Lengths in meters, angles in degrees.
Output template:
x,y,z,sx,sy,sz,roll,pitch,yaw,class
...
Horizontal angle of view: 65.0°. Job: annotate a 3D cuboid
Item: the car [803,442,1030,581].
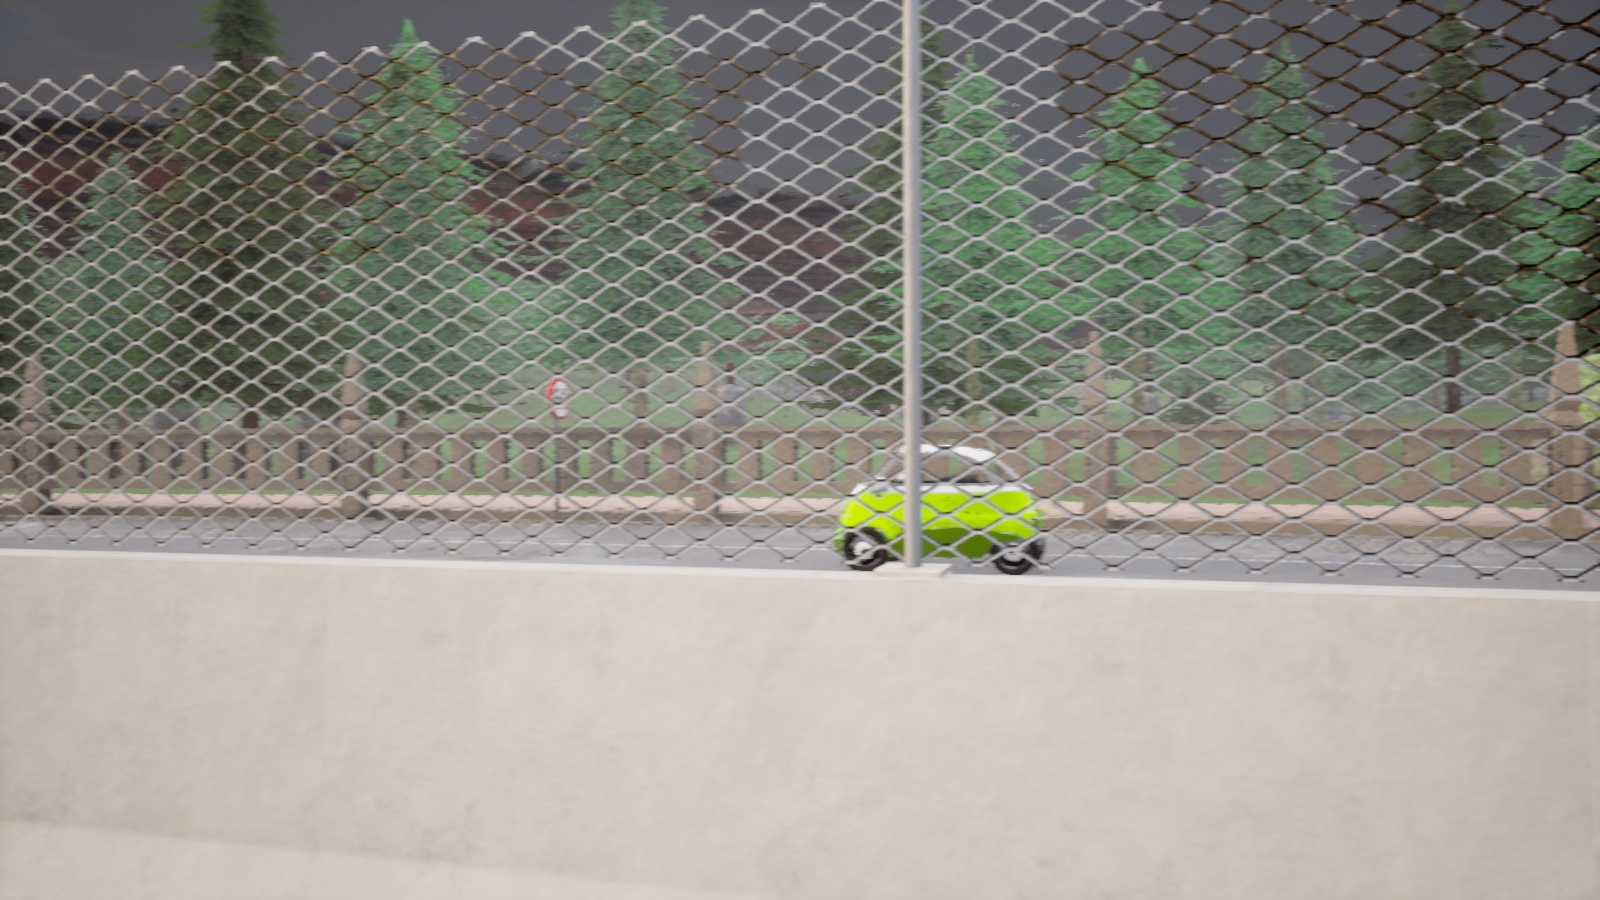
x,y,z,sx,sy,sz,roll,pitch,yaw,class
1.305,0.614,13.703,2.207,1.376,1.481,1,1,16,car
